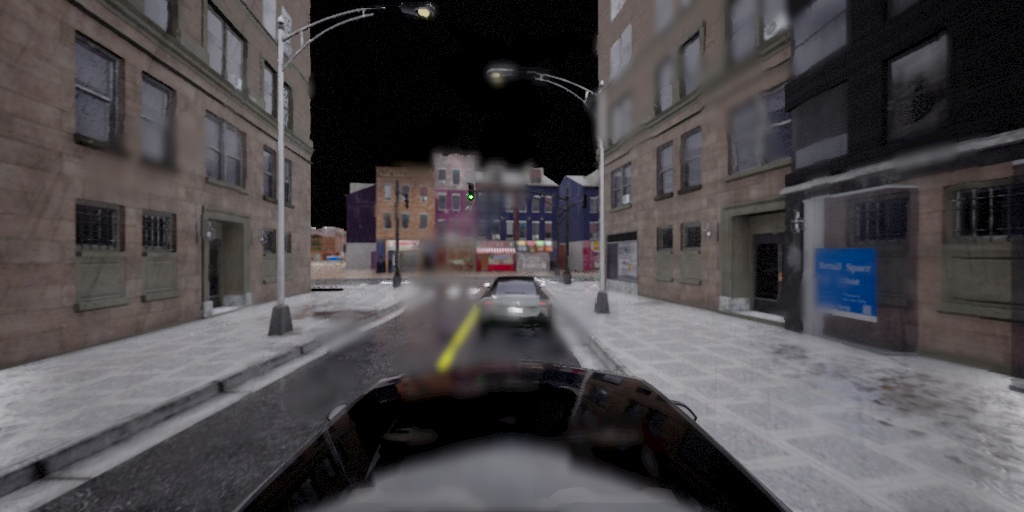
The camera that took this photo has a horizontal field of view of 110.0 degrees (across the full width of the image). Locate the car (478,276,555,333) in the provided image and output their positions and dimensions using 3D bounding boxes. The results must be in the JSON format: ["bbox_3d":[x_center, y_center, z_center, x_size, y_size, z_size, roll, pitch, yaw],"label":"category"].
[{"bbox_3d":[0.098,1.276,10.628,1.994,1.385,4.181,0,0,0],"label":"car"}]
